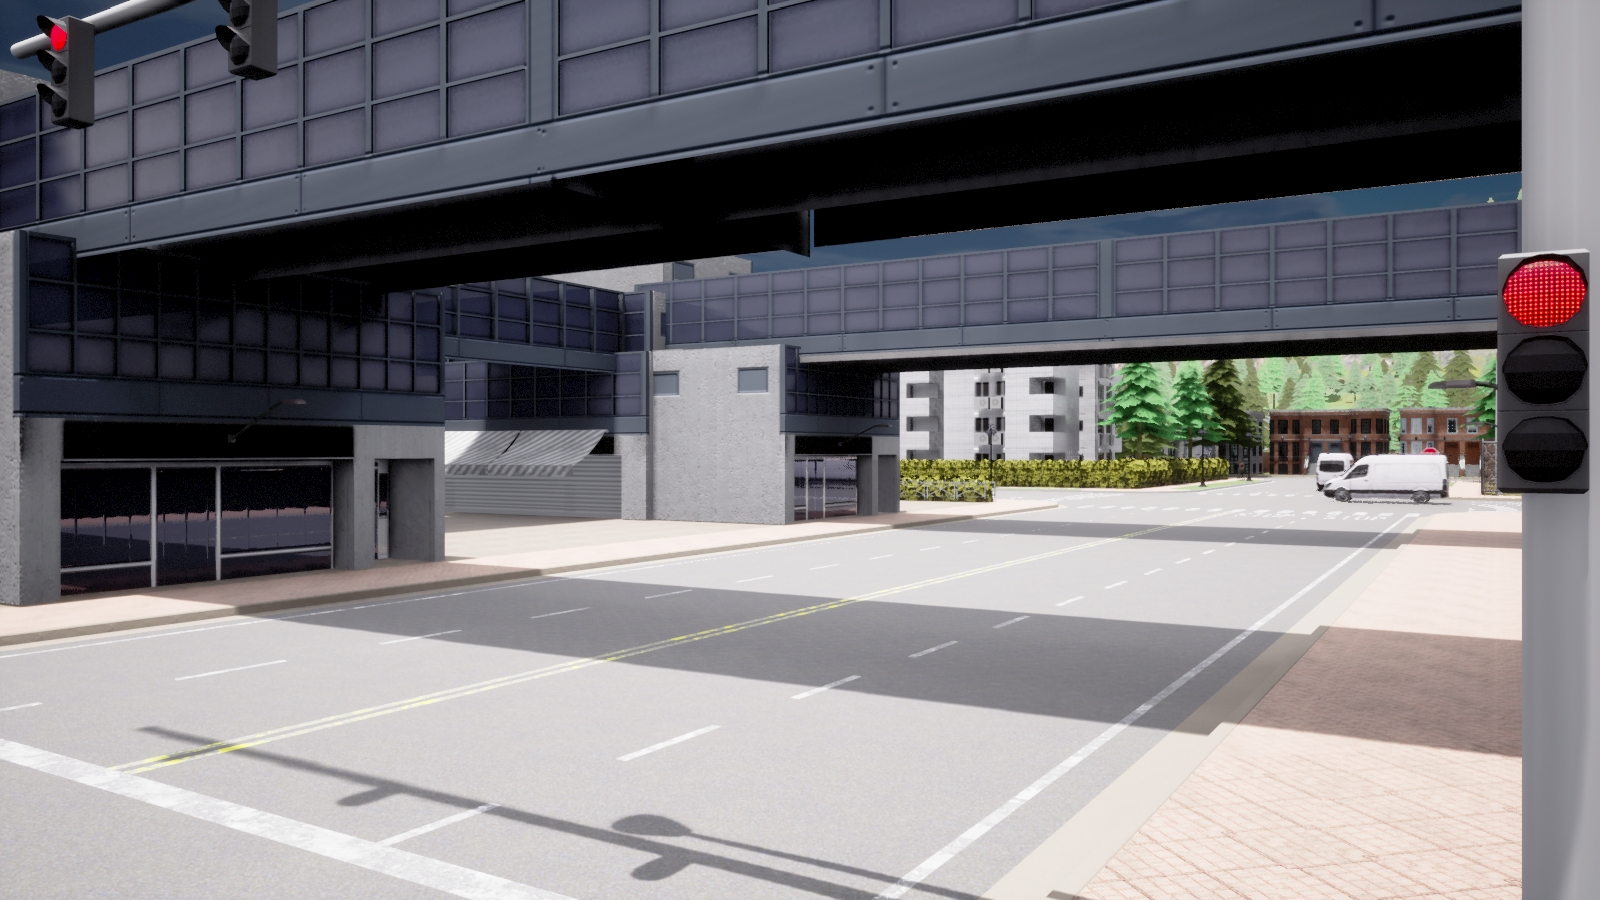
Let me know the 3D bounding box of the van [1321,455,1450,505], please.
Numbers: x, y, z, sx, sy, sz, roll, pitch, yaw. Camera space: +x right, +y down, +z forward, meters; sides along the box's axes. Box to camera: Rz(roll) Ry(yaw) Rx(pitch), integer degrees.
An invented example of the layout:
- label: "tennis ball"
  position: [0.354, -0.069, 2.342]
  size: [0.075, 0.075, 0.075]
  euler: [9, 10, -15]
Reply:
- label: "van"
  position: [30.882, 1.534, 60.324]
  size: [5.915, 2.561, 1.988]
  euler: [0, 0, 32]
